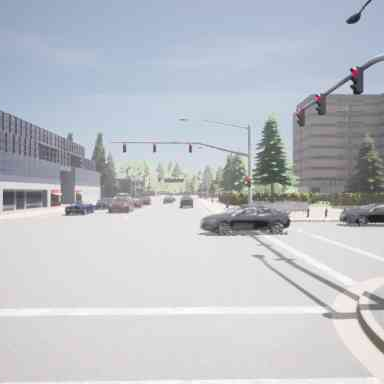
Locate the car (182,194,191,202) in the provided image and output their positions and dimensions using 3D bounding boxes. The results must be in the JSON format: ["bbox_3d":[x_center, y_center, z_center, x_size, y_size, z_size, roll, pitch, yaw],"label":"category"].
[{"bbox_3d":[-1.197,1.355,73.740,2.097,1.767,4.553,0,0,-1],"label":"car"}]

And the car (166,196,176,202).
[{"bbox_3d":[-4.723,1.509,75.330,1.895,1.301,4.718,0,0,-1],"label":"car"}]

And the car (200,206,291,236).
[{"bbox_3d":[2.866,1.492,17.891,4.902,1.511,2.128,0,0,-12],"label":"car"}]

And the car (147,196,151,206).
[{"bbox_3d":[-8.041,1.478,56.617,1.882,1.535,5.008,0,0,0],"label":"car"}]

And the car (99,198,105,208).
[{"bbox_3d":[-11.382,1.505,44.137,1.837,1.490,4.892,0,0,-1],"label":"car"}]

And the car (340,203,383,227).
[{"bbox_3d":[12.501,1.492,22.300,4.902,1.511,2.128,0,0,-1],"label":"car"}]

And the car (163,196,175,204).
[{"bbox_3d":[-4.577,1.547,64.694,2.033,1.411,5.357,0,0,-1],"label":"car"}]

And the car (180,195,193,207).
[{"bbox_3d":[-0.782,1.505,49.733,1.837,1.490,4.892,0,0,-1],"label":"car"}]

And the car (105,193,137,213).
[{"bbox_3d":[-7.775,1.352,36.765,2.097,1.767,4.553,0,0,-1],"label":"car"}]

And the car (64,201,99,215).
[{"bbox_3d":[-11.237,1.601,33.692,1.895,1.301,4.718,0,0,-1],"label":"car"}]

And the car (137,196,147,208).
[{"bbox_3d":[-7.910,1.564,46.622,1.994,1.385,4.181,0,0,-1],"label":"car"}]

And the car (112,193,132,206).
[{"bbox_3d":[-11.517,1.221,54.843,2.150,2.045,5.566,0,0,0],"label":"car"}]
